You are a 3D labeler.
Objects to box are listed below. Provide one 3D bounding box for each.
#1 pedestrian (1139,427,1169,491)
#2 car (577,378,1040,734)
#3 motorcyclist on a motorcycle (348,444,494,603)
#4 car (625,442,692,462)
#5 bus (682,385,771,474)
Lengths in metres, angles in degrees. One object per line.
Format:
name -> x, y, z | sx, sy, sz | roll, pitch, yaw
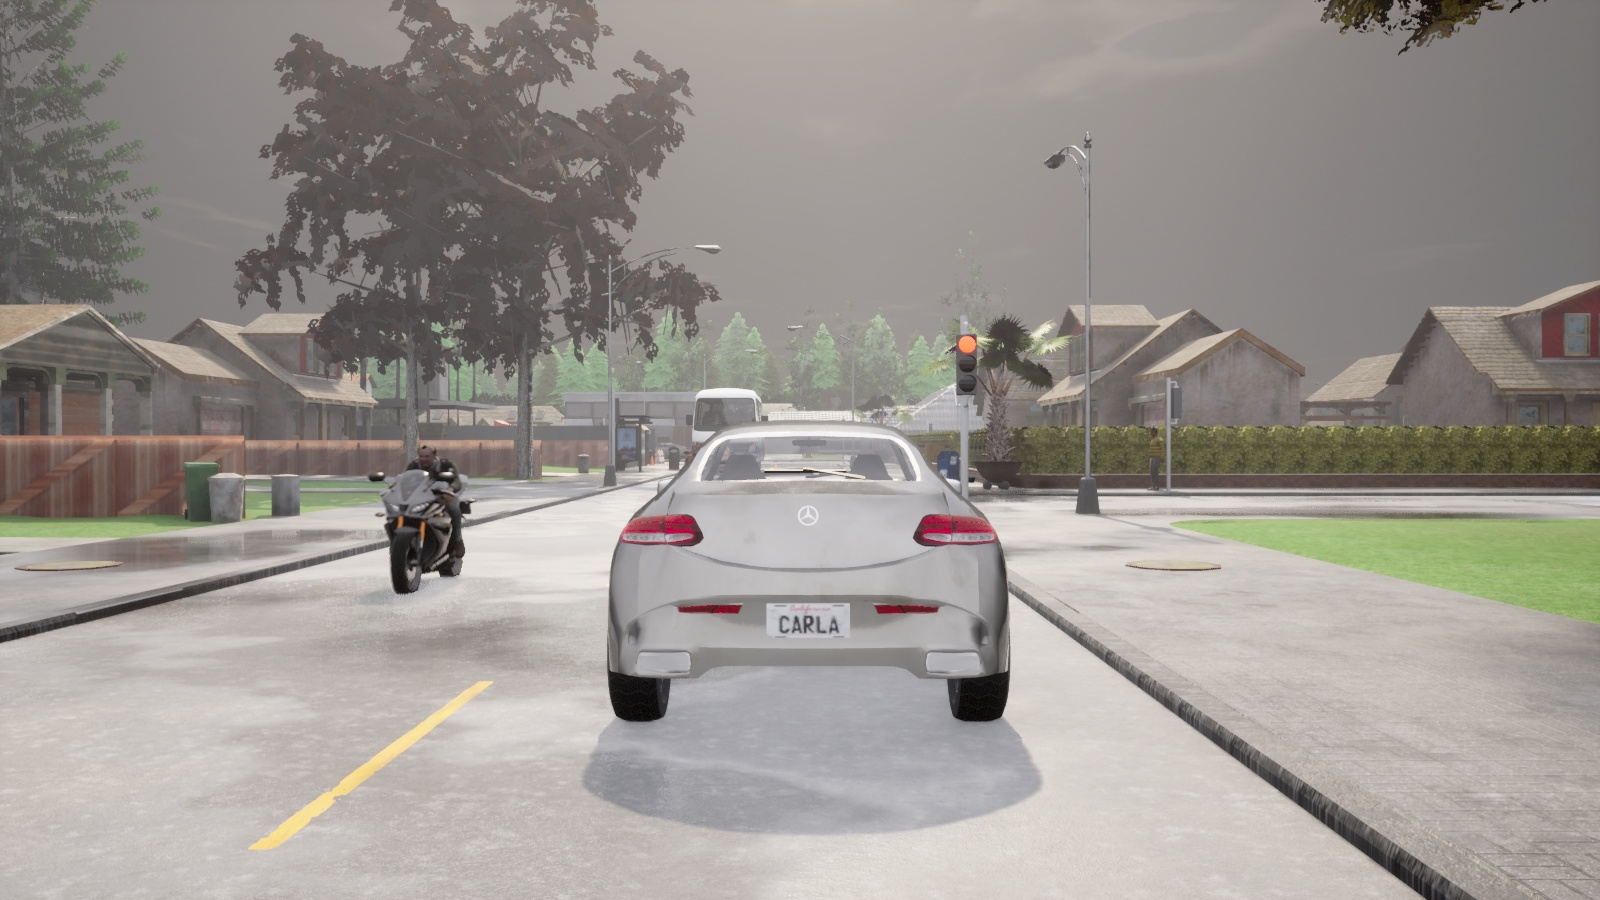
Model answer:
pedestrian -> 10.225, 0.260, 36.252 | 0.709, 1.840, 0.431 | 0, 0, -14
car -> 0.062, 0.478, 8.355 | 2.152, 1.651, 5.027 | 0, 0, 1
motorcyclist on a motorcycle -> -3.925, 0.704, 13.213 | 0.866, 1.530, 2.191 | 0, 0, 0
car -> -11.064, 0.137, 98.656 | 4.902, 1.511, 2.128 | 0, 0, 6
bus -> -3.622, -1.001, 65.183 | 3.944, 4.253, 10.273 | 0, 0, 0
